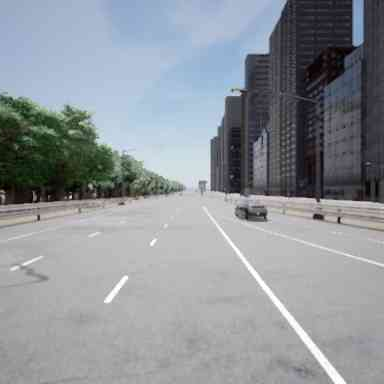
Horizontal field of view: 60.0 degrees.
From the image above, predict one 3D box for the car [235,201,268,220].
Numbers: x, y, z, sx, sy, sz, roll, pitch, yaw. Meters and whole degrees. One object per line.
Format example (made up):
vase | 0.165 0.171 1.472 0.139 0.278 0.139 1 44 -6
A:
car | 5.035 1.544 28.870 2.128 1.511 4.902 0 0 -6
